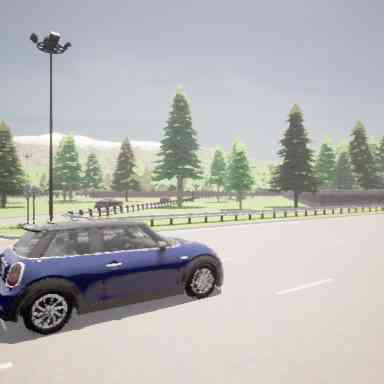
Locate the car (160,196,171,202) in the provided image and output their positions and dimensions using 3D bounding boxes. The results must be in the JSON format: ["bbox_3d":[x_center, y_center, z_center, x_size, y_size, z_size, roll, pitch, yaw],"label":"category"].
[{"bbox_3d":[-5.567,1.528,69.779,1.812,1.442,4.674,0,0,5],"label":"car"}]

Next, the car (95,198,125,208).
[{"bbox_3d":[-9.565,1.492,39.134,2.128,1.511,4.902,0,0,13],"label":"car"}]

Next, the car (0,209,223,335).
[{"bbox_3d":[-1.508,1.351,6.965,4.553,1.767,2.097,0,0,-35],"label":"car"}]
